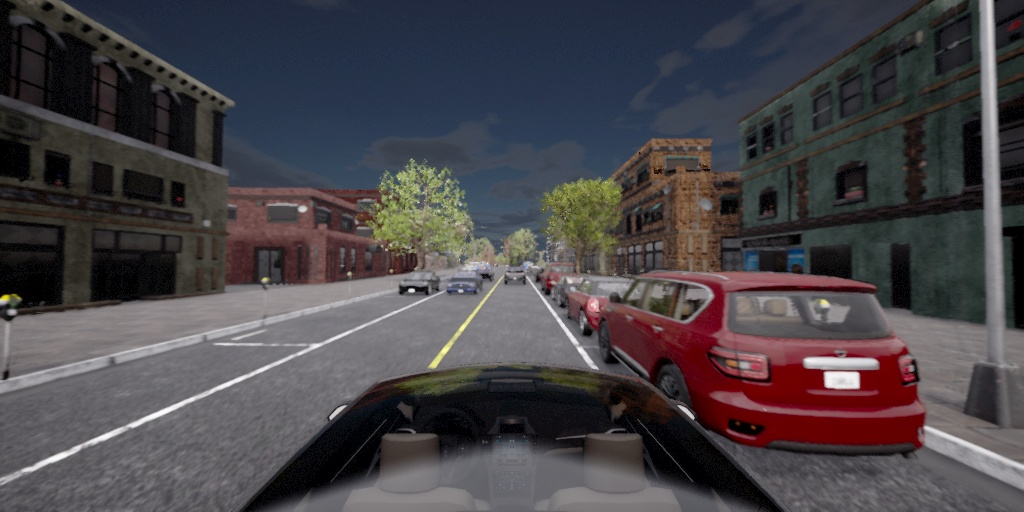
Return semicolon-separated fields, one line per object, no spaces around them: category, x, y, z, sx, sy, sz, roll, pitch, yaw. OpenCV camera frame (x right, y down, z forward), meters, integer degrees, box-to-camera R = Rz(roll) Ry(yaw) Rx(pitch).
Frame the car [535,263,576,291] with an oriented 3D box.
car;2.845;1.354;21.927;2.192;1.841;5.009;0;0;1

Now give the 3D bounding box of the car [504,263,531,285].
car;0.292;1.644;31.169;2.128;1.511;4.902;0;-1;1

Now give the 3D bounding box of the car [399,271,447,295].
car;-5.536;1.567;21.989;1.948;1.339;4.313;0;0;1

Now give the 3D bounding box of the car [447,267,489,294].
car;-2.837;1.601;22.673;2.033;1.411;5.357;0;-1;1

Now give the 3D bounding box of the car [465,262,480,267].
car;-5.340;1.826;43.989;1.751;1.417;4.829;0;0;1

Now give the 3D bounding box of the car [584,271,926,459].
car;2.696;1.126;5.298;2.192;1.841;5.009;0;0;1

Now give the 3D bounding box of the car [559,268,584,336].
car;2.745;1.327;10.840;1.967;1.591;4.097;0;0;1

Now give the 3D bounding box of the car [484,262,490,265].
car;-5.190;1.961;60.786;1.967;1.591;4.097;0;0;1

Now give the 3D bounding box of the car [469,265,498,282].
car;-2.729;1.788;34.823;1.895;1.301;4.718;0;-1;1

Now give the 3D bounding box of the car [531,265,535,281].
car;2.943;1.755;33.011;1.948;1.339;4.313;0;0;1

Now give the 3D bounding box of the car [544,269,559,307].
car;2.795;1.514;16.384;2.007;1.370;4.403;0;0;1

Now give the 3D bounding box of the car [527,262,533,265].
car;3.092;1.963;49.638;2.007;1.370;4.403;0;0;1

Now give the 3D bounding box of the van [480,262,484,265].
van;-5.289;1.715;49.701;1.690;1.789;3.998;0;0;1
